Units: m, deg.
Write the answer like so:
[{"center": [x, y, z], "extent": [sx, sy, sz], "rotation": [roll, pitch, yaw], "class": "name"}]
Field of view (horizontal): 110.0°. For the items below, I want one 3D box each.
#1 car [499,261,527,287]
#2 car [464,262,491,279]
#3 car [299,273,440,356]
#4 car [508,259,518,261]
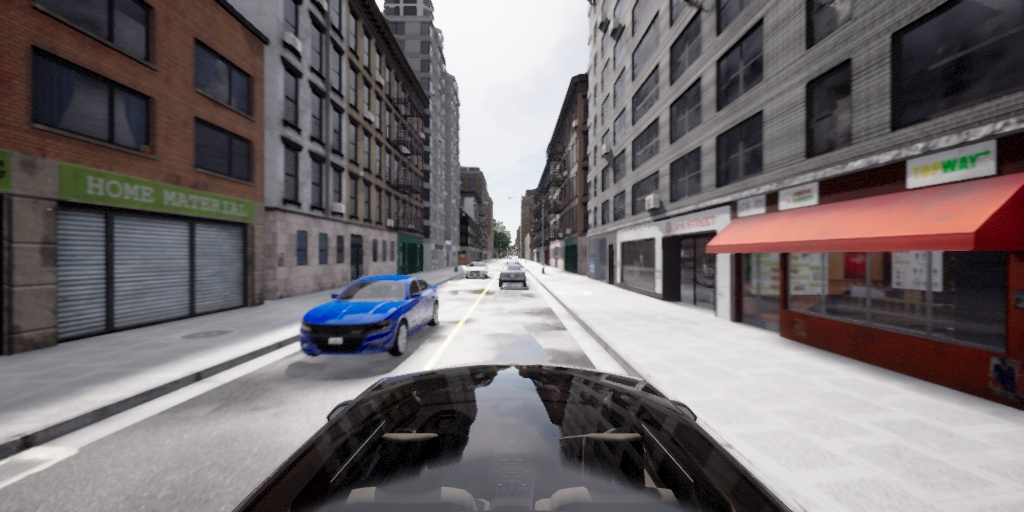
[{"center": [0.063, 1.263, 24.344], "extent": [2.033, 1.411, 5.357], "rotation": [0, 0, 0], "class": "car"}, {"center": [-3.032, 1.228, 31.886], "extent": [1.812, 1.442, 4.674], "rotation": [0, 0, 1], "class": "car"}, {"center": [-3.087, 1.218, 8.793], "extent": [1.882, 1.535, 5.008], "rotation": [0, 0, 0], "class": "car"}, {"center": [0.109, 1.167, 47.860], "extent": [2.128, 1.511, 4.902], "rotation": [0, 0, 0], "class": "car"}]
